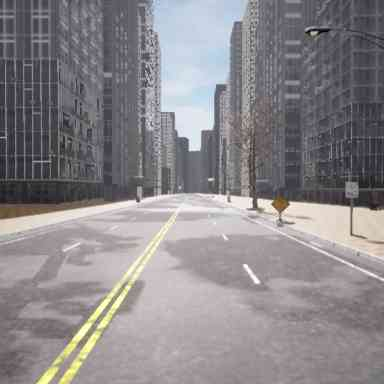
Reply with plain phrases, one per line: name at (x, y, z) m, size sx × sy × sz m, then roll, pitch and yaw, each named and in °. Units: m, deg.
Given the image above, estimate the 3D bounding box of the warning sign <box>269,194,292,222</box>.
warning sign at (6.115, 1.106, 23.010) m, size 1.300 × 1.860 × 1.060 m, roll 1°, pitch 1°, yaw 0°
